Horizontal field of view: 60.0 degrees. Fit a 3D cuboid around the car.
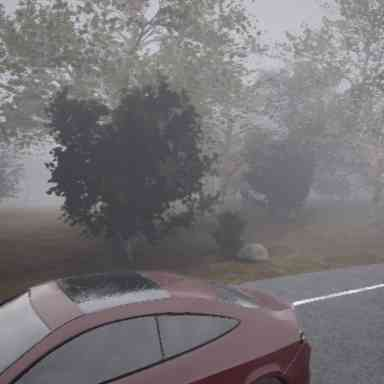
[{"bbox_3d":[-0.968,1.509,2.749,4.674,1.442,1.812,0,0,-33],"label":"car"}]
